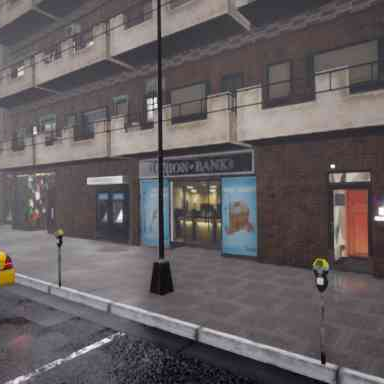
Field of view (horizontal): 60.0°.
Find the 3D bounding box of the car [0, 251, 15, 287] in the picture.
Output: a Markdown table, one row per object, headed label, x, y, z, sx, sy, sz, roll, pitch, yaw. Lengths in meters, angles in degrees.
| label | x | y | z | sx | sy | sz | roll | pitch | yaw |
| --- | --- | --- | --- | --- | --- | --- | --- | --- | --- |
| car | -6.187 | 1.458 | 7.767 | 5.366 | 1.575 | 1.801 | 0 | 0 | 36 |
